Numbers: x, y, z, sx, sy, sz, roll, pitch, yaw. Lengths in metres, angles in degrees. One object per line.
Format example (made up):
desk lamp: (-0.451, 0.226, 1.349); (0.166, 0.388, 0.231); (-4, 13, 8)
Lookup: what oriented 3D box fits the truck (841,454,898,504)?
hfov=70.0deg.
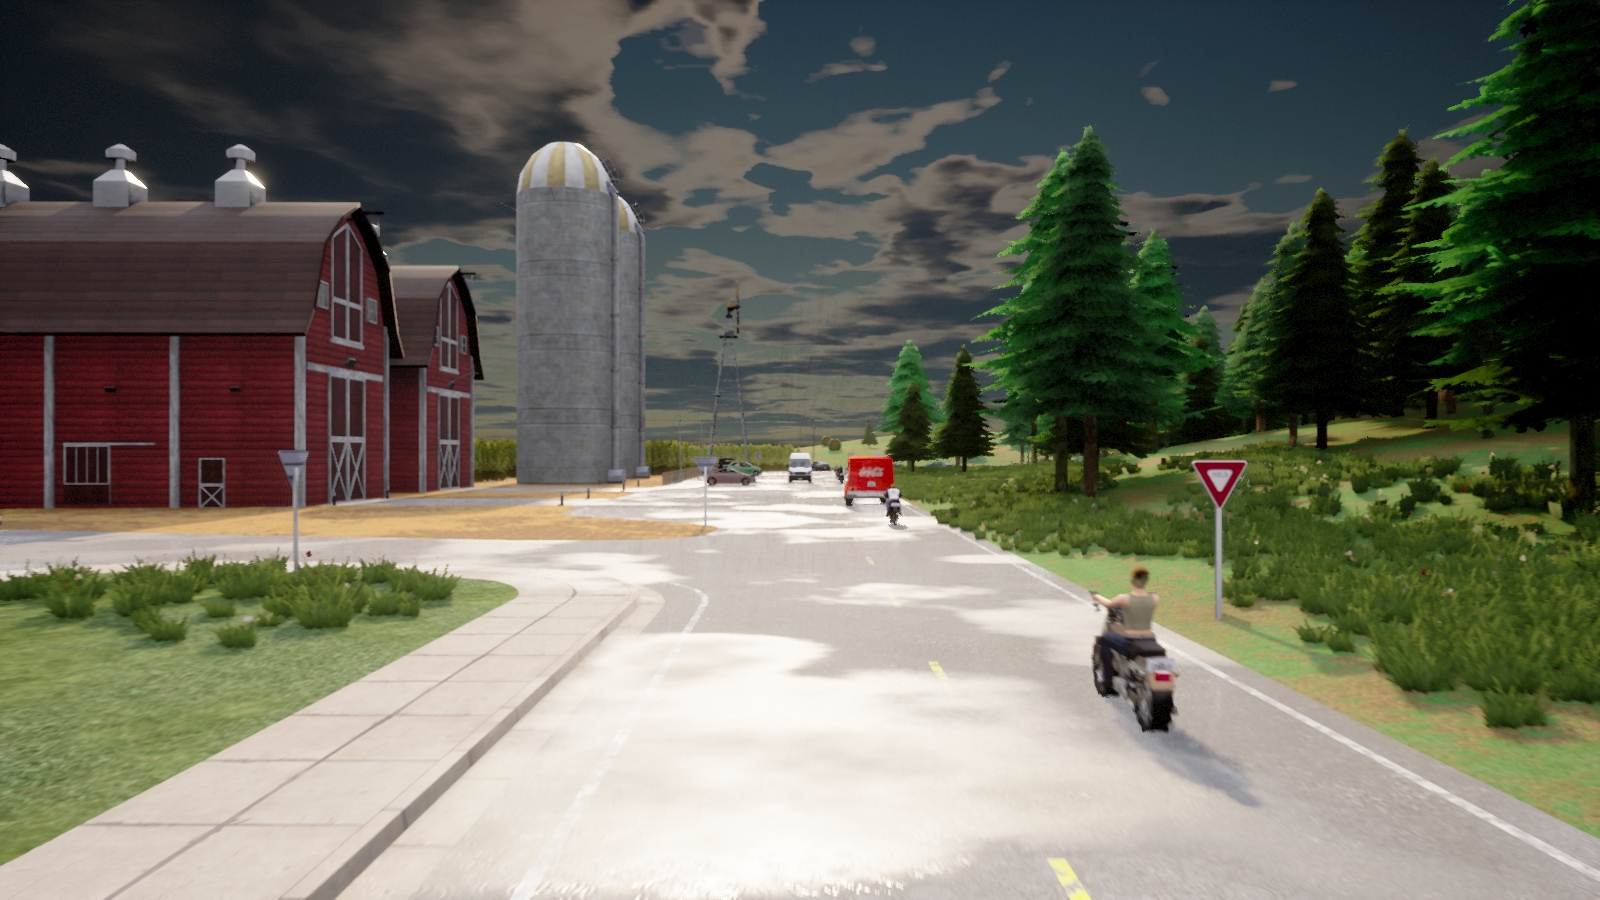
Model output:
truck: (3.516, 1.428, 58.708); (2.627, 2.467, 5.204); (0, 0, 0)
